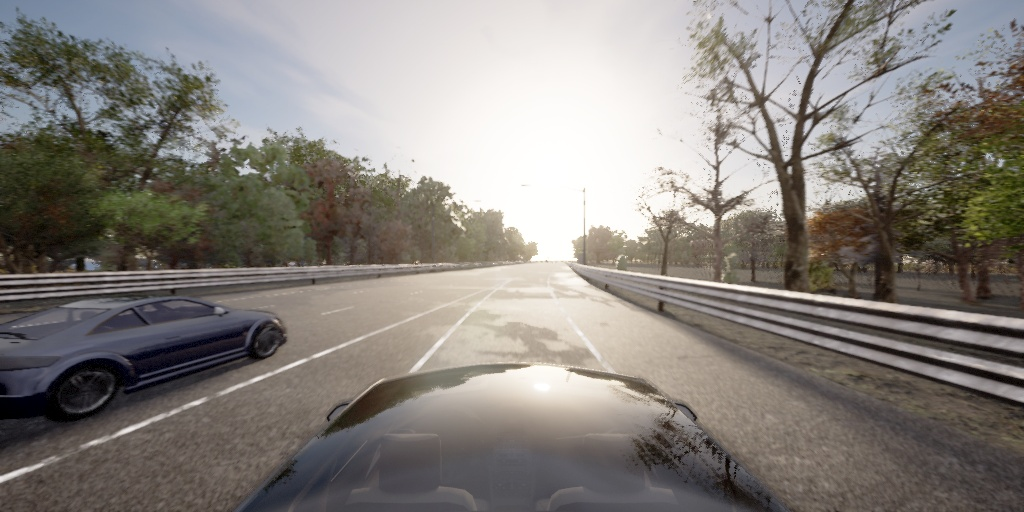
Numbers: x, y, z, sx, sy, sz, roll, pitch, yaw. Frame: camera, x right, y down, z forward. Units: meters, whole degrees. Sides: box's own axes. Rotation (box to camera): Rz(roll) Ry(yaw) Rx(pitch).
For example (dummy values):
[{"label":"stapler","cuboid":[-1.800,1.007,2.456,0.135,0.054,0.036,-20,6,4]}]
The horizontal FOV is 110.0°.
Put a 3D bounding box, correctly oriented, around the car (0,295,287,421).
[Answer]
[{"label":"car","cuboid":[-5.929,1.322,5.912,1.994,1.385,4.181,0,-1,8]}]
